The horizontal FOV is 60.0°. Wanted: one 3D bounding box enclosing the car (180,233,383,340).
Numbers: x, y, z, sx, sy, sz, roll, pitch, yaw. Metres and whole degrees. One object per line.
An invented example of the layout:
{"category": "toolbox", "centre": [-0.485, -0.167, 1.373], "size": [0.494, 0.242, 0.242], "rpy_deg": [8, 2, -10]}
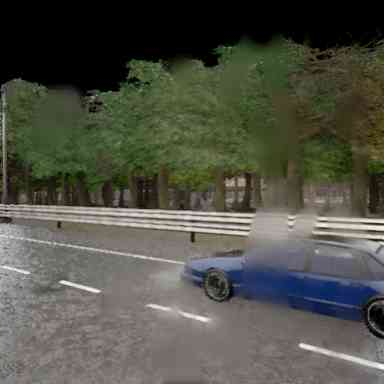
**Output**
{"category": "car", "centre": [2.359, 1.549, 6.489], "size": [5.357, 1.411, 2.033], "rpy_deg": [0, 0, 35]}
